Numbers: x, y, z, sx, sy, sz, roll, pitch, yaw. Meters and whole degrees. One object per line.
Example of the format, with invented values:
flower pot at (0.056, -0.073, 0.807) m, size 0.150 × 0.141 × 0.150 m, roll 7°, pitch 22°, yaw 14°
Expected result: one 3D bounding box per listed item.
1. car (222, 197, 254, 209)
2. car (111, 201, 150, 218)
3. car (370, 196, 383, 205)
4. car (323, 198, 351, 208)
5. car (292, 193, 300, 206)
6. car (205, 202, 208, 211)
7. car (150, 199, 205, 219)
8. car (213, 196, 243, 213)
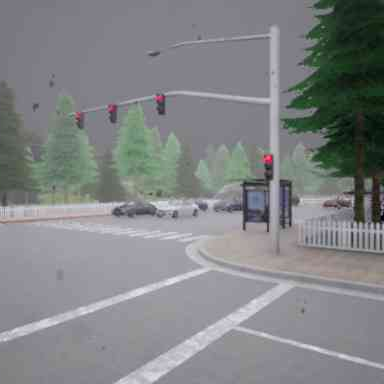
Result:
car at (6.170, 1.454, 44.081) m, size 1.812 × 1.442 × 4.674 m, roll 0°, pitch 0°, yaw 42°
car at (-5.085, 1.491, 29.504) m, size 1.994 × 1.385 × 4.181 m, roll 0°, pitch 0°, yaw 36°
car at (26.802, 1.294, 45.691) m, size 4.553 × 1.767 × 2.097 m, roll 0°, pitch 0°, yaw -24°
car at (20.353, 1.501, 46.500) m, size 4.181 × 1.385 × 1.994 m, roll 0°, pitch 0°, yaw -31°
car at (14.075, 1.152, 50.984) m, size 5.566 × 2.045 × 2.150 m, roll 0°, pitch 0°, yaw -34°
car at (-0.020, 1.454, 36.450) m, size 1.812 × 1.442 × 4.674 m, roll 0°, pitch 0°, yaw 37°
car at (-1.170, 1.456, 28.969) m, size 1.812 × 1.442 × 4.674 m, roll 0°, pitch 0°, yaw 36°
car at (4.203, 1.283, 36.194) m, size 2.097 × 1.767 × 4.553 m, roll 0°, pitch 0°, yaw 38°
